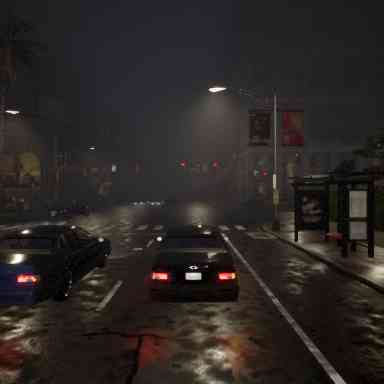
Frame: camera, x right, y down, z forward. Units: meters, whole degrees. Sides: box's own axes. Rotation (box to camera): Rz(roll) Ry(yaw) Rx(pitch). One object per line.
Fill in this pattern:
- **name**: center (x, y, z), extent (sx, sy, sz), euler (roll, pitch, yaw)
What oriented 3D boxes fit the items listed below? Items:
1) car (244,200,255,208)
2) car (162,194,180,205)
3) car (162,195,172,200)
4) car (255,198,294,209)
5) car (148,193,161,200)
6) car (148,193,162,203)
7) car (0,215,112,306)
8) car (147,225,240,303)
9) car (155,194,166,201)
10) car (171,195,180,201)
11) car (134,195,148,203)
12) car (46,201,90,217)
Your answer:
- **car**: center (10.209, 1.547, 47.987), extent (5.357, 1.411, 2.033), euler (0, 0, 8)
- **car**: center (-3.529, 1.352, 57.512), extent (2.097, 1.767, 4.553), euler (0, 0, -11)
- **car**: center (-6.822, 1.500, 91.012), extent (1.837, 1.490, 4.892), euler (0, 0, 9)
- **car**: center (11.355, 1.477, 44.005), extent (5.008, 1.535, 1.882), euler (0, 0, -1)
- **car**: center (-10.343, 1.225, 91.194), extent (2.150, 2.045, 5.566), euler (0, 0, 9)
- **car**: center (-7.524, 1.553, 70.521), extent (1.994, 1.385, 4.181), euler (0, 0, 0)
- **car**: center (-3.477, 1.547, 8.249), extent (2.033, 1.411, 5.357), euler (0, 0, 0)
- **car**: center (0.023, 1.547, 8.435), extent (2.033, 1.411, 5.357), euler (0, 0, 0)
- **car**: center (-7.600, 1.355, 80.704), extent (2.097, 1.767, 4.553), euler (0, 0, 0)
- **car**: center (-4.116, 1.478, 82.711), extent (1.882, 1.535, 5.008), euler (0, 0, 0)
- **car**: center (-11.024, 1.553, 70.475), extent (1.994, 1.385, 4.181), euler (0, 0, 0)
- **car**: center (-10.357, 1.491, 28.069), extent (2.128, 1.511, 4.902), euler (0, 0, 9)
